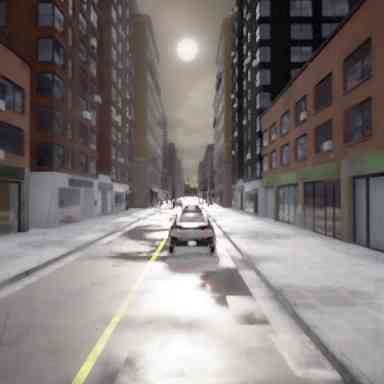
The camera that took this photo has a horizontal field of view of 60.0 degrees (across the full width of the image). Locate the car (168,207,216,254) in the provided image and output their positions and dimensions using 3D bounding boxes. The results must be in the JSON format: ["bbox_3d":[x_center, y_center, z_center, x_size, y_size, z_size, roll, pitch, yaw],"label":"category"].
[{"bbox_3d":[0.006,1.635,14.291,2.128,1.511,4.902,0,0,0],"label":"car"}]

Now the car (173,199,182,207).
[{"bbox_3d":[-2.769,2.173,64.936,1.812,1.442,4.674,0,0,1],"label":"car"}]

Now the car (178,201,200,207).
[{"bbox_3d":[0.008,1.819,29.376,1.812,1.442,4.674,0,0,0],"label":"car"}]
